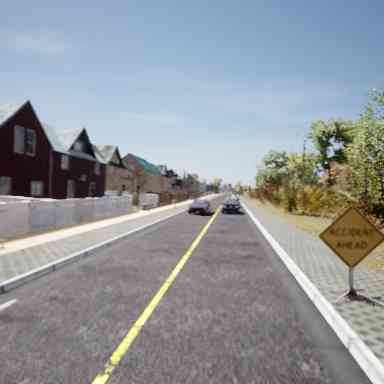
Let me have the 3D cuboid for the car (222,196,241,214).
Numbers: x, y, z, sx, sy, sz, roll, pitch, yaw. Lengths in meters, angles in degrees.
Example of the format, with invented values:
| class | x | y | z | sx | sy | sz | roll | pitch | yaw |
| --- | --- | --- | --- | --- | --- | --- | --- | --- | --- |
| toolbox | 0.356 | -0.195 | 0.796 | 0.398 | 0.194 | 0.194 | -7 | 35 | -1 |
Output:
| class | x | y | z | sx | sy | sz | roll | pitch | yaw |
| --- | --- | --- | --- | --- | --- | --- | --- | --- | --- |
| car | 4.073 | 1.455 | 34.773 | 2.033 | 1.411 | 5.357 | 2 | 0 | 7 |

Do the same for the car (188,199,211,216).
| class | x | y | z | sx | sy | sz | roll | pitch | yaw |
| --- | --- | --- | --- | --- | --- | --- | --- | --- | --- |
| car | 0.796 | 1.387 | 31.537 | 2.033 | 1.411 | 5.357 | 2 | 0 | 7 |

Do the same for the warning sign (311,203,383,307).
| class | x | y | z | sx | sy | sz | roll | pitch | yaw |
| --- | --- | --- | --- | --- | --- | --- | --- | --- | --- |
| warning sign | 3.197 | 1.172 | 6.683 | 1.300 | 1.860 | 1.060 | 1 | -1 | 7 |
